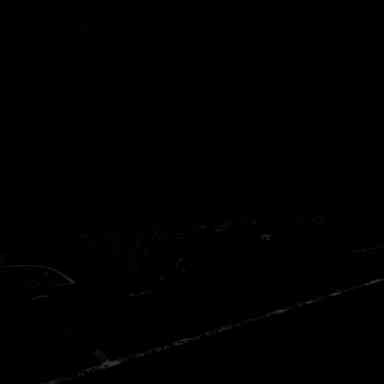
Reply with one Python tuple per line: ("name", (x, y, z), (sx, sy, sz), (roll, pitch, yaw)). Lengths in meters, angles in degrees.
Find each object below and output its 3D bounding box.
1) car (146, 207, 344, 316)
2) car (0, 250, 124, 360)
("car", (1.471, 1.315, 7.679), (5.009, 1.841, 2.192), (0, 0, -35))
("car", (-3.105, 1.551, 4.434), (4.403, 1.369, 2.008), (0, 0, -35))
